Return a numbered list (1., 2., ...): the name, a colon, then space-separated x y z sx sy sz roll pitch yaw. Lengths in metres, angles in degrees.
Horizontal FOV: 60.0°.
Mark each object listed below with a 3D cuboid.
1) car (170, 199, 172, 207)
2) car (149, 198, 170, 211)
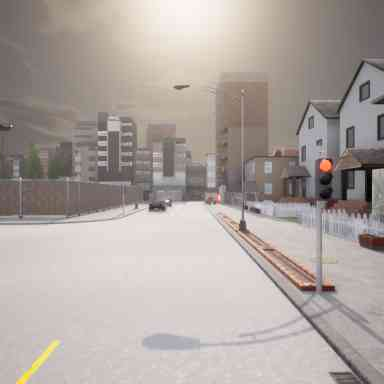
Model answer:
1. car: -4.113 1.564 50.615 1.994 1.385 4.181 0 0 0
2. car: -4.120 1.601 40.546 1.895 1.301 4.718 0 0 0
